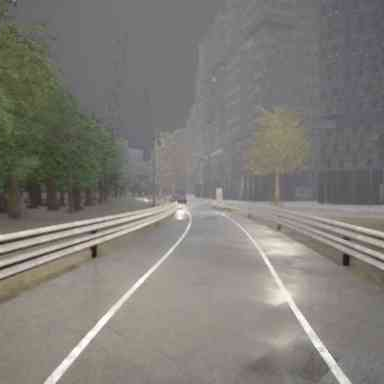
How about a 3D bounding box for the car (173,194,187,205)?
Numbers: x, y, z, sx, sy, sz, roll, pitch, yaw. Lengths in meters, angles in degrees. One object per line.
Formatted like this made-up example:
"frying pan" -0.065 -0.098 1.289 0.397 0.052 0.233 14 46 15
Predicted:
"car" -2.534 1.461 65.834 2.150 2.045 5.566 0 0 -14
